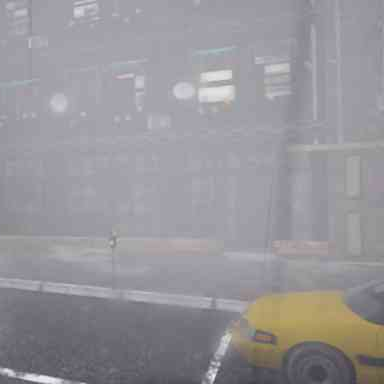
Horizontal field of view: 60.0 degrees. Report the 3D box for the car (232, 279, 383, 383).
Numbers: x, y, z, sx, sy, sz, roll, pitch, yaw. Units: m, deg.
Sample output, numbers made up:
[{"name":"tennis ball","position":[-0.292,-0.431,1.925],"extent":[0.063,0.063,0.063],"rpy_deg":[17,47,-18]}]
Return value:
[{"name":"car","position":[2.928,1.556,3.899],"extent":[4.829,1.417,1.752],"rpy_deg":[0,-2,16]}]
